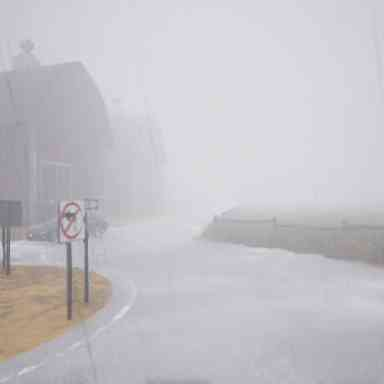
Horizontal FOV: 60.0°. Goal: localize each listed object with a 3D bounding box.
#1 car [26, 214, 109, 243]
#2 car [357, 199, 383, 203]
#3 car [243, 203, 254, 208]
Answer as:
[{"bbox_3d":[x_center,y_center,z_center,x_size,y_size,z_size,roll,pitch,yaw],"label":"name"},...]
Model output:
[{"bbox_3d":[-7.091,2.026,19.423,1.837,1.490,4.892,0,0,33],"label":"car"},{"bbox_3d":[41.618,2.359,77.007,4.611,1.667,2.242,-1,-1,15],"label":"car"},{"bbox_3d":[9.412,2.528,56.319,2.033,1.411,5.357,-1,-1,-1],"label":"car"}]
